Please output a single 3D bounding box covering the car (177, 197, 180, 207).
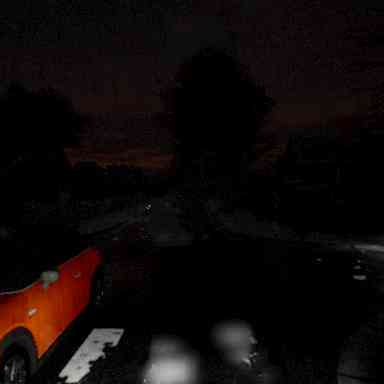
[{"bbox_3d":[-2.719,1.255,45.698,1.882,1.535,5.008,0,1,0],"label":"car"}]

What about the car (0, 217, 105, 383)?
[{"bbox_3d":[-2.746,1.335,4.572,2.097,1.767,4.553,0,0,0],"label":"car"}]

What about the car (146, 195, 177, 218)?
[{"bbox_3d":[-2.722,1.222,28.928,2.097,1.767,4.553,0,0,0],"label":"car"}]
